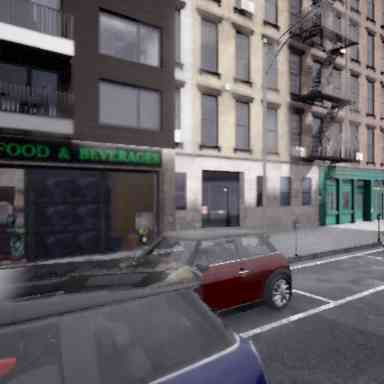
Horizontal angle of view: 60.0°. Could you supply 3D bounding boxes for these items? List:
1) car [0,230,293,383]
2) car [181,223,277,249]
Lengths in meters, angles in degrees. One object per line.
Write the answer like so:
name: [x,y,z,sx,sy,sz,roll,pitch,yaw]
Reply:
car: [-1.630,1.352,1.905,4.553,1.767,2.097,0,0,-35]
car: [-0.056,1.442,6.149,4.097,1.590,1.967,0,0,-36]
